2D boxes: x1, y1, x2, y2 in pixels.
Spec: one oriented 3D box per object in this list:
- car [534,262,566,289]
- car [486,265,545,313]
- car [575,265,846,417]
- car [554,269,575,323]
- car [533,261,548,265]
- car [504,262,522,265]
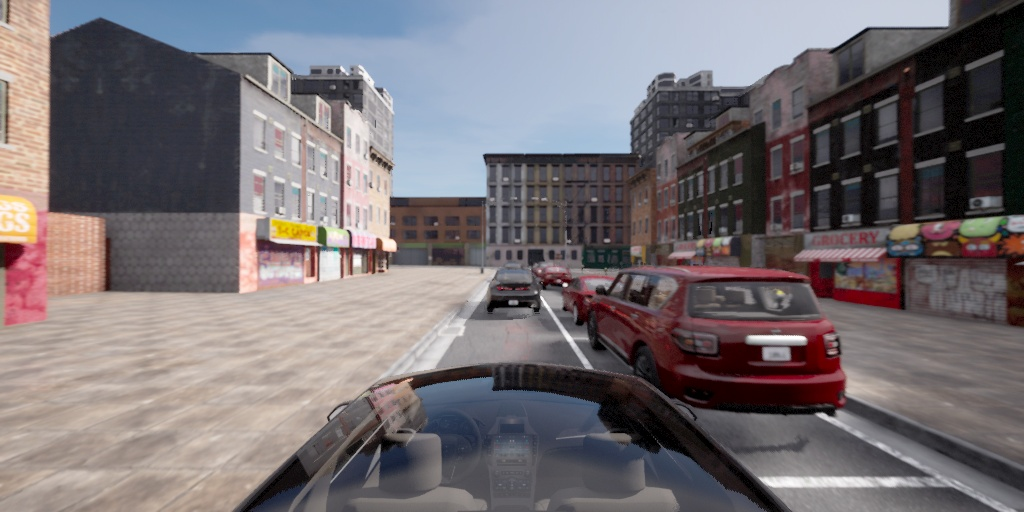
[{"bbox_3d":[2.634,1.264,22.488,1.888,1.381,4.507,0,0,0],"label":"car"},{"bbox_3d":[0.063,1.233,13.733,1.837,1.490,4.892,0,0,0],"label":"car"},{"bbox_3d":[2.638,1.057,5.977,2.192,1.841,5.009,0,0,0],"label":"car"},{"bbox_3d":[2.636,1.279,11.481,1.888,1.381,4.507,0,0,0],"label":"car"},{"bbox_3d":[2.632,1.152,27.992,1.967,1.591,4.097,0,0,0],"label":"car"},{"bbox_3d":[0.058,1.216,28.423,1.837,1.490,4.892,0,0,0],"label":"car"}]
